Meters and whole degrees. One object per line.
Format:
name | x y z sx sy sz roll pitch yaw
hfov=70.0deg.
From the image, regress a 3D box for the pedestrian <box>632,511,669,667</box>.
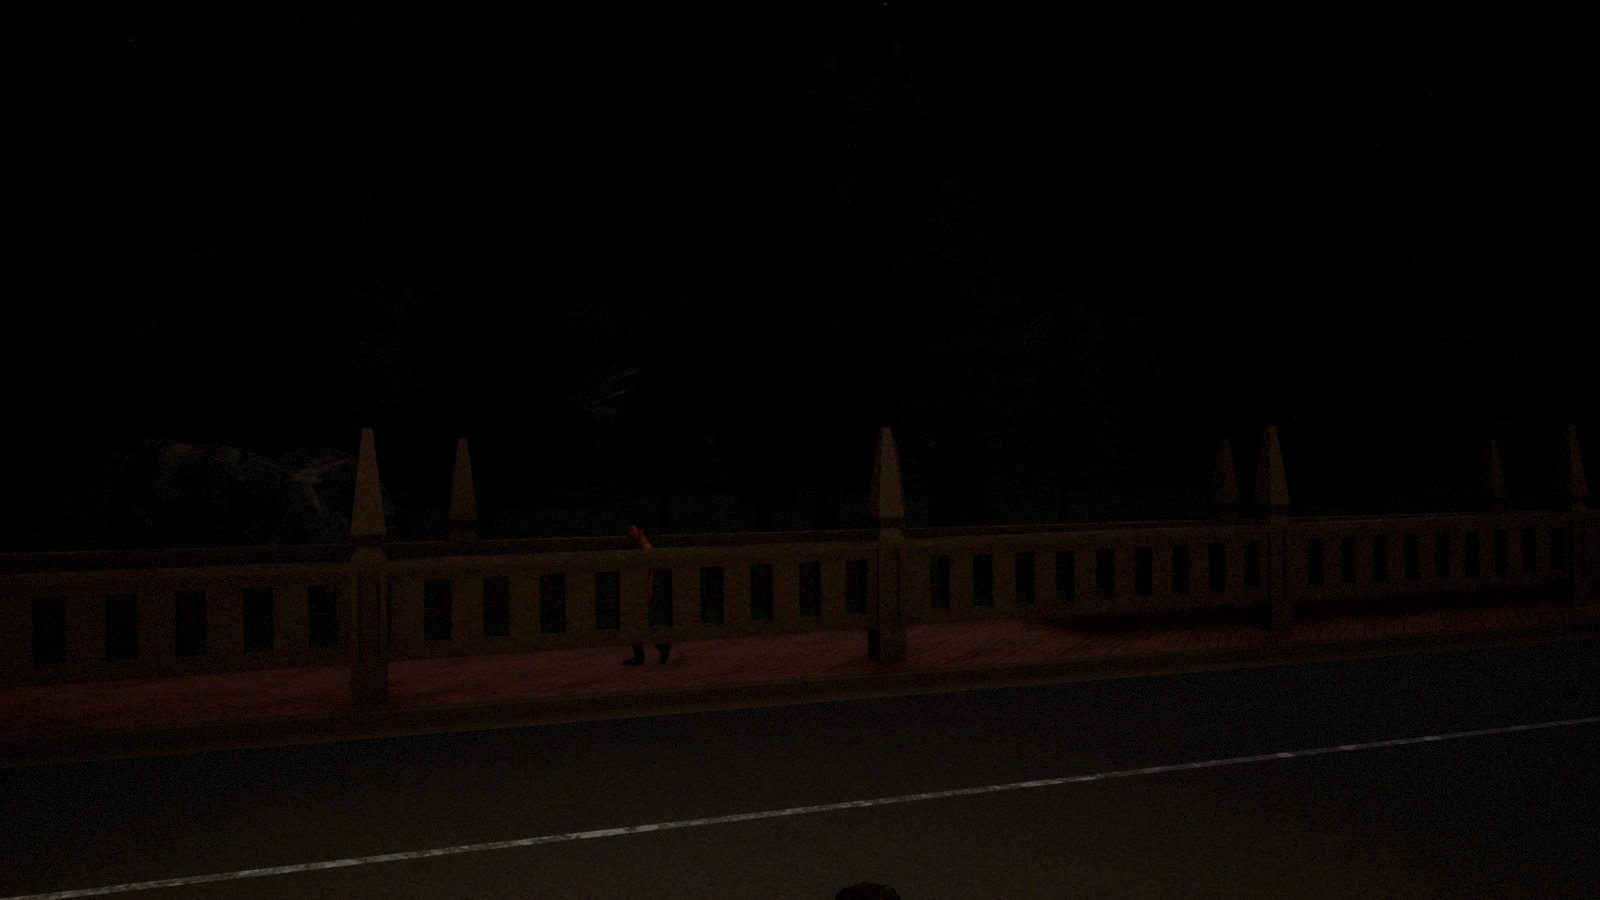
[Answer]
pedestrian | -1.840 1.694 14.035 0.375 1.860 0.375 0 0 -20
